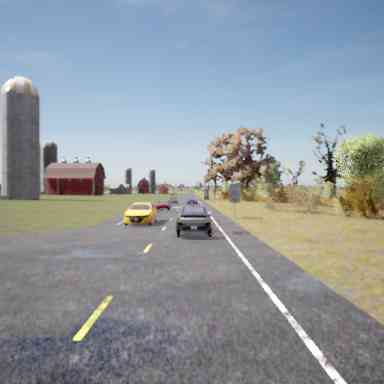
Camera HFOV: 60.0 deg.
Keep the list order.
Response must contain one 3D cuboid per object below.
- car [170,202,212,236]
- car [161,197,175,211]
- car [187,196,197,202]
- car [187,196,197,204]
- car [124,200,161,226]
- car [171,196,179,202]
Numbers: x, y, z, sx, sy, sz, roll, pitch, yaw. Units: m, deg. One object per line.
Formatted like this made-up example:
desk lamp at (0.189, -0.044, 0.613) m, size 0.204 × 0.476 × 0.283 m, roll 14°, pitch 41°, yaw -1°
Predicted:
car at (0.099, 1.514, 18.581) m, size 2.128 × 1.511 × 4.902 m, roll 0°, pitch 0°, yaw 0°
car at (-3.595, 1.650, 41.662) m, size 1.895 × 1.301 × 4.718 m, roll 0°, pitch 0°, yaw 0°
car at (-0.005, 1.592, 58.302) m, size 1.812 × 1.442 × 4.674 m, roll 0°, pitch 0°, yaw 0°
car at (-0.006, 1.586, 68.302) m, size 2.033 × 1.411 × 5.357 m, roll 0°, pitch 0°, yaw 0°
car at (-3.602, 1.506, 23.950) m, size 1.882 × 1.535 × 5.008 m, roll 0°, pitch 0°, yaw 0°
car at (-3.508, 1.595, 63.179) m, size 1.837 × 1.490 × 4.892 m, roll 0°, pitch 0°, yaw 0°
